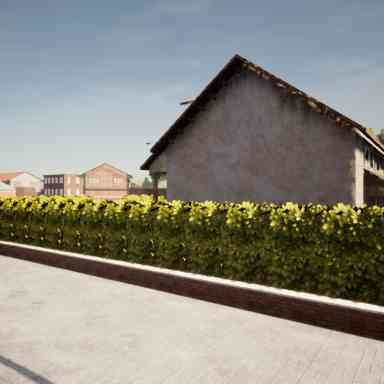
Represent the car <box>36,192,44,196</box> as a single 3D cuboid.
[{"bbox_3d":[-31.328,0.973,68.439,3.866,1.878,1.905,0,0,35],"label":"car"}]
